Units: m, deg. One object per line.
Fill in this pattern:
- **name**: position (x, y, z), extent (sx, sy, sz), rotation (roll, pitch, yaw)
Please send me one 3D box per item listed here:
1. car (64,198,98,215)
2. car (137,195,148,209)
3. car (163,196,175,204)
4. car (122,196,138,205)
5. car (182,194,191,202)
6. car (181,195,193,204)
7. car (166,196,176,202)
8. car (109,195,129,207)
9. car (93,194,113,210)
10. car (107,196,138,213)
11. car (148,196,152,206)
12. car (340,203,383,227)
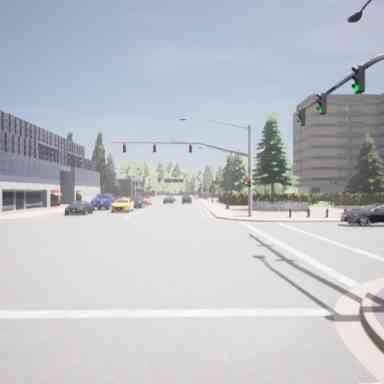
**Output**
- **car**: position (-11.242, 1.584, 33.426), extent (1.994, 1.385, 4.181), rotation (0, 0, -1)
- **car**: position (-7.929, 1.380, 47.054), extent (2.097, 1.767, 4.553), rotation (0, 0, -1)
- **car**: position (-4.573, 1.586, 64.587), extent (2.033, 1.411, 5.357), rotation (0, 0, -1)
- **car**: position (-11.595, 1.530, 62.937), extent (2.128, 1.511, 4.902), rotation (0, 0, 0)
- **car**: position (-1.213, 1.400, 74.976), extent (2.097, 1.767, 4.553), rotation (0, 0, -1)
- **car**: position (-0.976, 1.544, 64.911), extent (1.837, 1.490, 4.892), rotation (0, 0, -1)
- **car**: position (-4.718, 1.555, 75.222), extent (1.895, 1.301, 4.718), rotation (0, 0, -1)
- **car**: position (-11.499, 1.384, 52.679), extent (2.097, 1.767, 4.553), rotation (0, 0, -1)
- **car**: position (-11.375, 1.247, 42.778), extent (2.150, 2.045, 5.566), rotation (0, 0, -1)
- **car**: position (-7.806, 1.501, 37.818), extent (1.882, 1.535, 5.008), rotation (0, 0, -1)
- **car**: position (-8.050, 1.387, 57.169), extent (2.097, 1.767, 4.553), rotation (0, 0, -1)
- **car**: position (12.502, 1.505, 22.191), extent (4.902, 1.511, 2.128), rotation (0, 0, -1)
